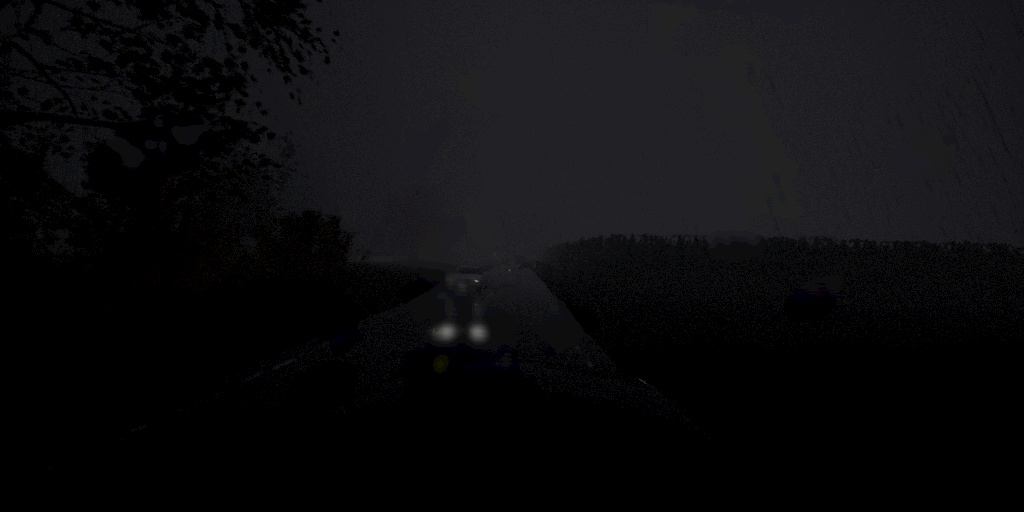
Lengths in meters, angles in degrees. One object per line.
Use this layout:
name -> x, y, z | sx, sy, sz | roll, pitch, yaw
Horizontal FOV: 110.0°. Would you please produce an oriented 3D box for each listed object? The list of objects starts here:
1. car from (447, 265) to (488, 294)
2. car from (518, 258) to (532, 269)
car -> -2.436, 1.248, 20.498 | 1.812, 1.442, 4.674 | 1, 0, 1
car -> 2.315, 1.377, 59.388 | 1.812, 1.442, 4.674 | 1, 0, 1
